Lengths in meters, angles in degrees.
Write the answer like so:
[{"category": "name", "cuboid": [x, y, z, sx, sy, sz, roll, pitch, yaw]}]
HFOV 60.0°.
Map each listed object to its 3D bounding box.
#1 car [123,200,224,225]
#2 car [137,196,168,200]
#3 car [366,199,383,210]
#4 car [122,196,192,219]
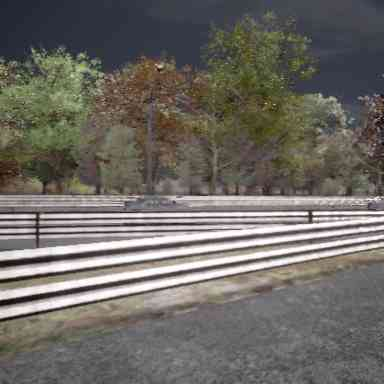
[{"category": "car", "cuboid": [-1.034, 1.318, 18.130, 5.357, 1.411, 2.033, 0, 1, -13]}, {"category": "car", "cuboid": [-1.852, 1.201, 21.529, 4.892, 1.490, 1.837, 0, 1, -13]}, {"category": "car", "cuboid": [17.836, 1.297, 29.800, 4.181, 1.385, 1.994, 0, 1, -13]}, {"category": "car", "cuboid": [-2.641, 1.099, 24.939, 5.008, 1.535, 1.882, 0, 1, -13]}]
